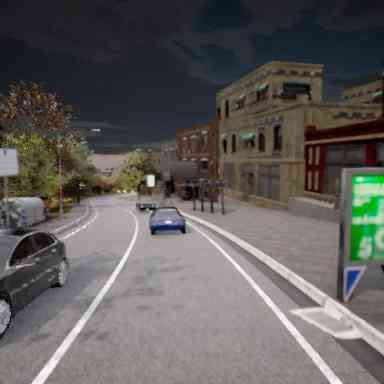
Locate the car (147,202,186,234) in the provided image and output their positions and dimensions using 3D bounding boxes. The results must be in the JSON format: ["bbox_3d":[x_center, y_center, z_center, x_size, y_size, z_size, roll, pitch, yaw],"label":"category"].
[{"bbox_3d":[-1.487,1.539,19.381,1.994,1.385,4.181,-1,0,-7],"label":"car"}]

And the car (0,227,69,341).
[{"bbox_3d":[-3.877,1.521,6.440,1.837,1.490,4.892,0,0,-3],"label":"car"}]

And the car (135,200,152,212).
[{"bbox_3d":[-5.434,1.590,38.334,1.895,1.301,4.718,-2,0,-15],"label":"car"}]
